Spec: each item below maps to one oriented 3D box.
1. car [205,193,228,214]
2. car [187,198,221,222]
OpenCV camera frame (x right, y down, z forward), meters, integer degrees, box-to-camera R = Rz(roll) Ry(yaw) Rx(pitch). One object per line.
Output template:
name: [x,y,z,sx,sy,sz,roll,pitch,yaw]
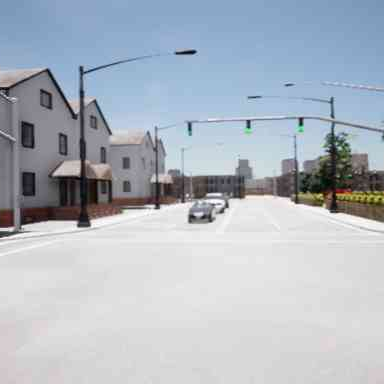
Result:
car: [2.391,1.212,36.156,2.150,2.045,5.566,-1,0,9]
car: [0.841,1.515,26.255,2.128,1.511,4.902,-1,0,9]
